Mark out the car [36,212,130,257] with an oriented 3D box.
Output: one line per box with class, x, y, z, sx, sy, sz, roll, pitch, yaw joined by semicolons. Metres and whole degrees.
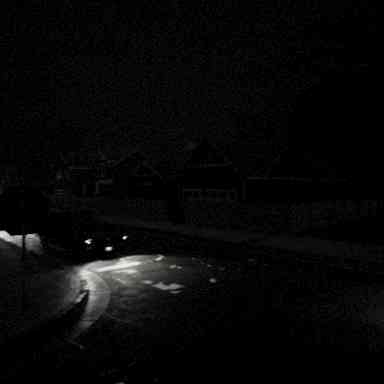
car;-4.577;1.511;13.230;2.033;1.411;5.357;-1;1;-42
